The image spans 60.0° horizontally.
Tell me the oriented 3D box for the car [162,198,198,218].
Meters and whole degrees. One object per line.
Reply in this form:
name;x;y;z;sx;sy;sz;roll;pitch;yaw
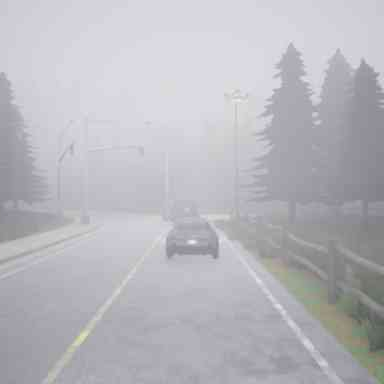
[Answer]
car;-1.067;1.526;27.834;2.150;2.045;5.566;0;0;-15

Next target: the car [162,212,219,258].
car;0.025;1.711;13.485;1.994;1.385;4.181;0;-1;0
